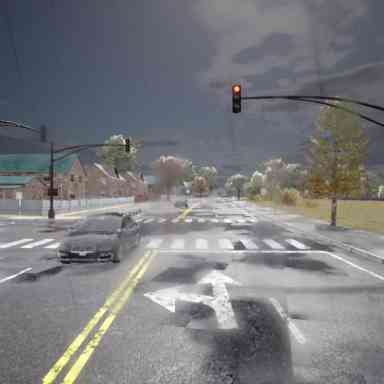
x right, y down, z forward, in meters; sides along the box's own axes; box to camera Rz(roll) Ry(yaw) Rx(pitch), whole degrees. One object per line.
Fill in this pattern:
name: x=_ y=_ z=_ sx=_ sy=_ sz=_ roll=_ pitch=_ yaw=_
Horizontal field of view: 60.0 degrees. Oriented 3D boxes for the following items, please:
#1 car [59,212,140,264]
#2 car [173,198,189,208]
car: x=-3.093 y=1.535 z=11.971 sx=1.837 sy=1.490 sz=4.892 roll=0 pitch=0 yaw=1
car: x=-1.573 y=1.611 z=50.140 sx=1.812 sy=1.442 sz=4.674 roll=0 pitch=0 yaw=3
